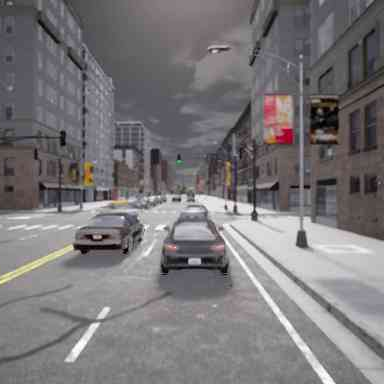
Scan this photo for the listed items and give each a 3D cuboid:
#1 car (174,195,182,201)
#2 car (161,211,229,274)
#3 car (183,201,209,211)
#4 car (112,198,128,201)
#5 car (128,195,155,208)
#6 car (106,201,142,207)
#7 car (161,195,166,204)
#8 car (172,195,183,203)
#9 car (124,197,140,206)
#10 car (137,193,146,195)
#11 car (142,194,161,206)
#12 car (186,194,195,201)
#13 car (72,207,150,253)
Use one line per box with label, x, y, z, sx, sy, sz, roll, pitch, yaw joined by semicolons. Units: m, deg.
car;-3.520;1.476;85.480;1.837;1.490;4.892;0;0;0
car;0.068;1.538;10.470;1.812;1.442;4.674;0;0;0
car;0.291;1.577;22.342;2.033;1.411;5.357;0;0;6
car;-9.989;1.544;46.376;1.882;1.535;5.008;0;0;0
car;-6.732;1.554;44.848;2.128;1.511;4.902;0;0;0
car;-6.236;1.631;27.111;1.895;1.301;4.718;0;0;-36
car;-6.701;1.578;64.073;2.128;1.511;4.902;0;0;0
car;-3.486;1.571;75.060;1.882;1.535;5.008;0;0;0
car;-9.984;1.603;55.600;1.812;1.442;4.674;0;0;0
car;-9.957;1.311;65.966;2.150;2.045;5.566;0;0;0
car;-6.743;1.567;54.202;2.128;1.511;4.902;0;0;0
car;-0.237;1.689;75.517;1.895;1.301;4.718;0;0;0
car;-3.188;1.565;13.665;2.033;1.411;5.357;0;0;0
